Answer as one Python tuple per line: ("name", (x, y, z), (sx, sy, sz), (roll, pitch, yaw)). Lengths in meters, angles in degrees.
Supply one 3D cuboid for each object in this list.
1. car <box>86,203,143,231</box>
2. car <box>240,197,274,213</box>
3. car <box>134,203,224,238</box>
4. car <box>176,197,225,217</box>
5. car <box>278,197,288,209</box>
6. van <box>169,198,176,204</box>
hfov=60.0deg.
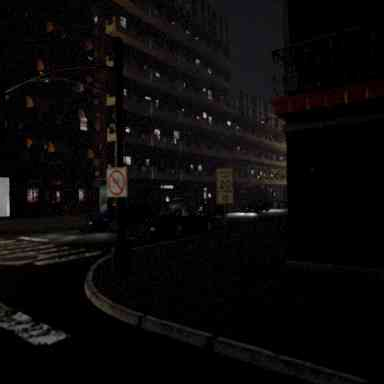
("car", (-4.276, 1.481, 20.868), (1.882, 1.535, 5.008), (-2, -1, 36))
("car", (6.918, 1.526, 36.438), (1.994, 1.385, 4.181), (-2, -1, 36))
("car", (-0.512, 1.441, 16.823), (2.008, 1.369, 4.403), (-1, -1, 36))
("car", (1.072, 1.335, 28.322), (2.097, 1.767, 4.553), (-2, -1, 36))
("car", (13.006, 1.432, 44.852), (2.128, 1.511, 4.902), (-2, -1, 36))
("van", (-0.423, 1.375, 30.468), (1.690, 1.788, 3.998), (-1, -1, 36))
